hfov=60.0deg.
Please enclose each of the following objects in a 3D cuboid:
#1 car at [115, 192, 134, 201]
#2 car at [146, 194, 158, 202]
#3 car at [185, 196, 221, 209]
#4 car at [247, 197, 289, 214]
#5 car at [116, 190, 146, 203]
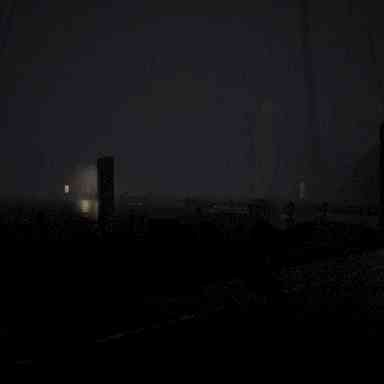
[{"bbox_3d":[-13.465,0.879,66.055,1.882,1.535,5.008,-1,1,-36],"label":"car"},{"bbox_3d":[-7.637,1.025,57.998,1.812,1.442,4.674,-1,1,-35],"label":"car"},{"bbox_3d":[1.248,1.255,40.642,2.033,1.411,5.357,-1,1,-36],"label":"car"},{"bbox_3d":[7.421,1.312,32.035,1.837,1.490,4.892,-1,1,-36],"label":"car"},{"bbox_3d":[-10.621,0.733,57.298,2.150,2.045,5.566,-1,1,-35],"label":"car"}]
